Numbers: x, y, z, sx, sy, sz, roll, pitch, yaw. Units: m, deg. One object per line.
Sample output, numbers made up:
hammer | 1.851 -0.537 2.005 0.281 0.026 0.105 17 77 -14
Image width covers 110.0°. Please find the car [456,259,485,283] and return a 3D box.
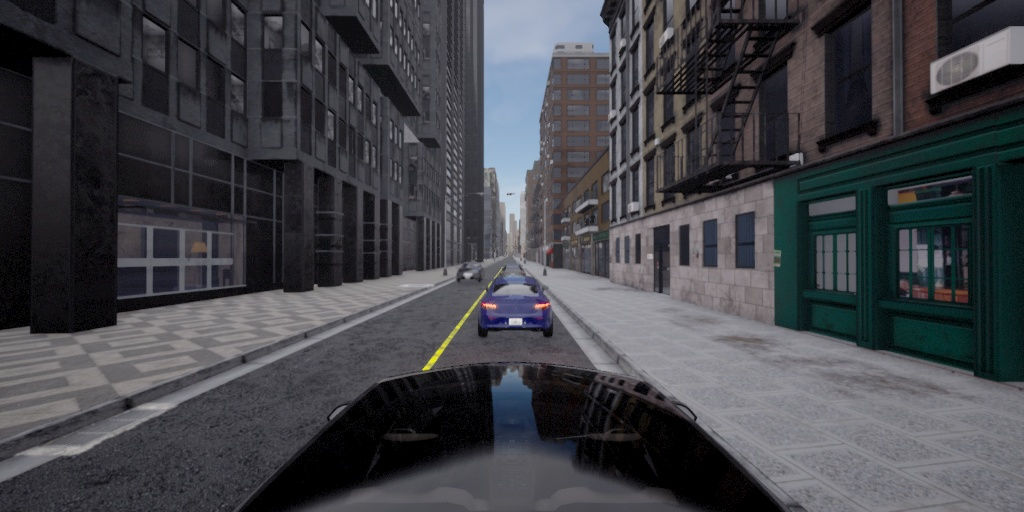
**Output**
car | -3.137 1.235 27.819 2.128 1.511 4.902 0 0 0

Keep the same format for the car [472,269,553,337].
car | 0.088 1.274 10.159 1.812 1.442 4.674 0 0 0

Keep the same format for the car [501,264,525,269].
car | 0.062 1.307 28.207 1.994 1.385 4.181 0 0 0
